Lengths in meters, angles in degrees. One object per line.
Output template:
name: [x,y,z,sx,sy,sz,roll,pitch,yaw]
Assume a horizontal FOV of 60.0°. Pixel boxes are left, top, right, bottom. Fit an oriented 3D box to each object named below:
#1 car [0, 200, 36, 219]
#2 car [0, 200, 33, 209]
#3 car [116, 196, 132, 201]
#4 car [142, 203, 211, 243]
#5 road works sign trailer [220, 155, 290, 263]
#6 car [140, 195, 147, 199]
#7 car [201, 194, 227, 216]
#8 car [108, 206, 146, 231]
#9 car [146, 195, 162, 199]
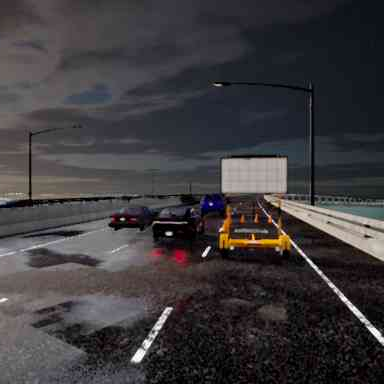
car: [-16.251,1.506,29.691,1.837,1.490,4.892,0,0,9]
car: [-13.685,1.526,23.759,1.812,1.442,4.674,0,0,9]
car: [-13.463,1.500,65.900,1.837,1.490,4.892,0,0,11]
car: [-0.549,1.492,16.080,2.128,1.511,4.902,0,0,9]
road works sign trailer: [2.247,0.466,12.133,2.380,3.560,2.880,0,0,9]
car: [-9.273,1.350,69.310,2.097,1.767,4.553,0,0,10]
car: [2.173,1.218,32.572,2.150,2.045,5.566,0,-1,10]
car: [-3.363,1.548,20.571,2.033,1.411,5.357,0,0,9]
car: [-6.745,1.522,63.848,1.812,1.442,4.674,0,0,11]
